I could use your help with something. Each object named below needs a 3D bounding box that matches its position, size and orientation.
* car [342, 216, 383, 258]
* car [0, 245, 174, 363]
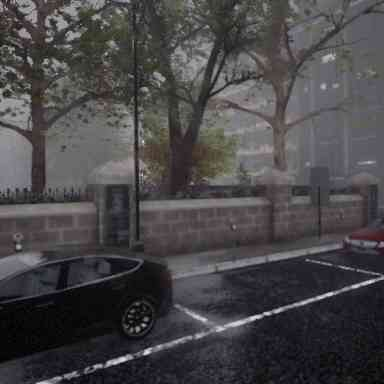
[{"bbox_3d":[6.822,1.448,11.181,4.206,1.307,1.802,-1,0,-34],"label":"car"},{"bbox_3d":[-2.300,1.547,4.911,4.313,1.339,1.947,-1,0,-34],"label":"car"}]
